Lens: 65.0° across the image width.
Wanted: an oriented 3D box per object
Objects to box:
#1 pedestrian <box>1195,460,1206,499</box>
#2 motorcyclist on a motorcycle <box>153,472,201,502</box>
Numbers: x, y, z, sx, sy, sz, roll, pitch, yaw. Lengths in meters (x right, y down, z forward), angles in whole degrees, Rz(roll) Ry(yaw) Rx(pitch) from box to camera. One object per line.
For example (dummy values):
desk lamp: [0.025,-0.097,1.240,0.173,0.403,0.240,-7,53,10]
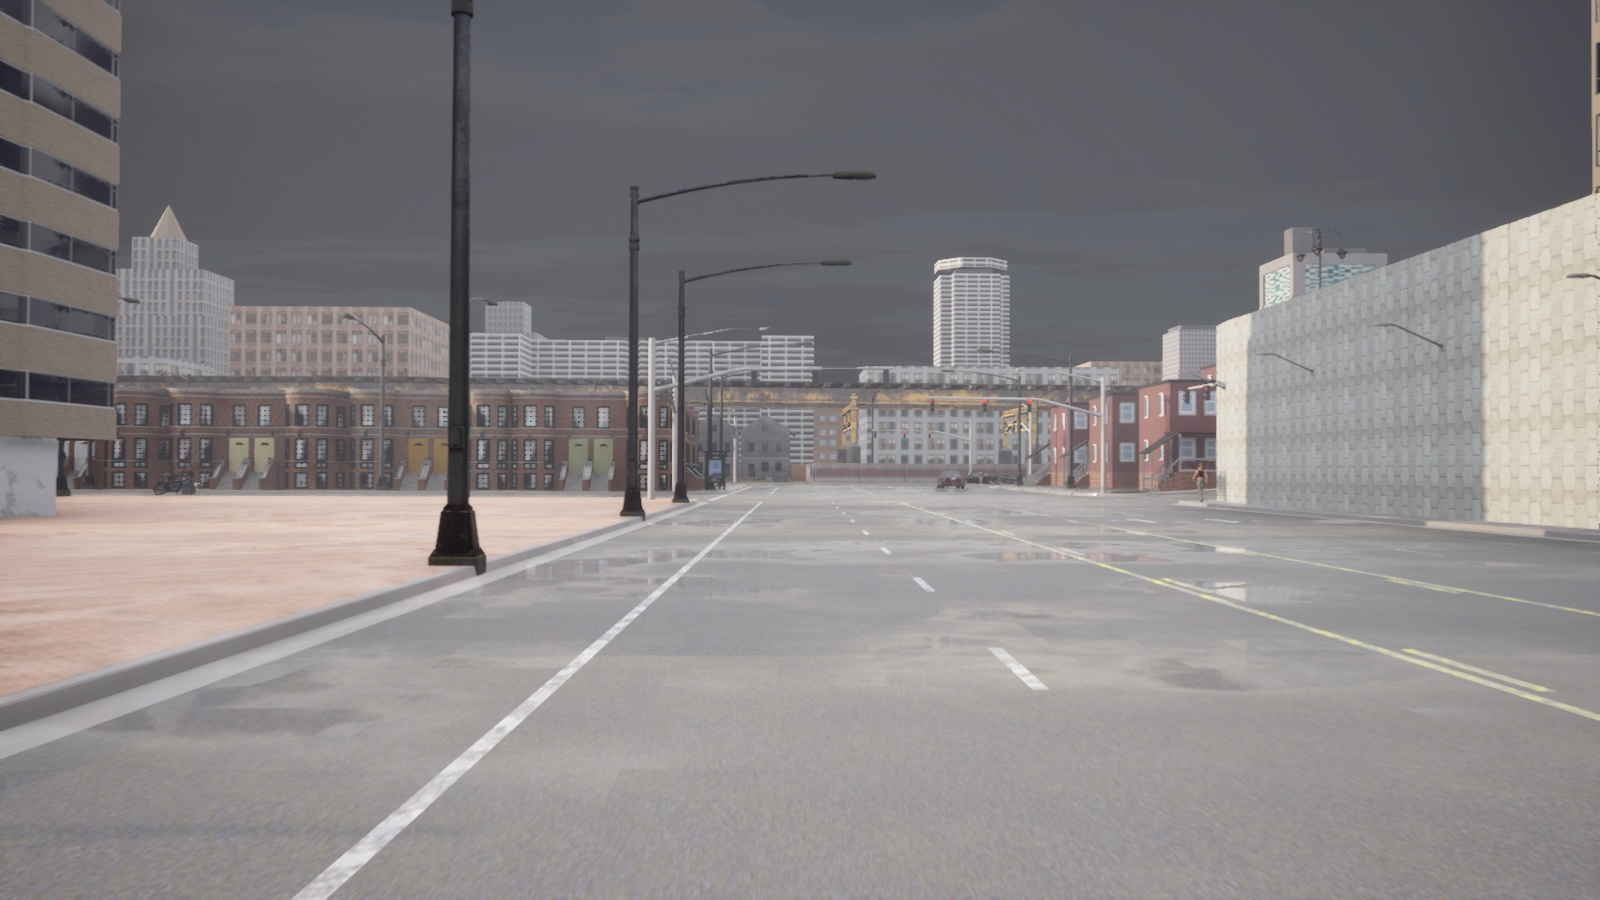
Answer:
pedestrian: [19.176,1.399,60.167,0.345,1.836,0.594,0,-1,0]
motorcyclist on a motorcycle: [-35.402,2.101,71.343,2.350,1.649,0.766,0,-1,0]
